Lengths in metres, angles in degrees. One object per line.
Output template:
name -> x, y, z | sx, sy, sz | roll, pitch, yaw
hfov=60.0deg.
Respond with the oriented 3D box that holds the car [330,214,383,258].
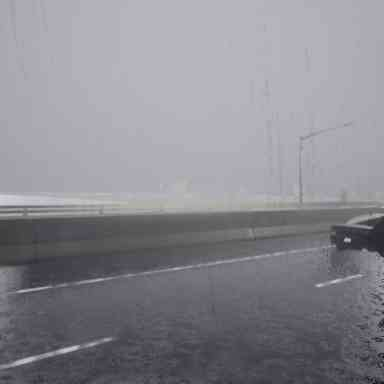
car -> 7.729, 1.629, 13.580 | 5.008, 1.535, 1.882 | 0, 0, -35
